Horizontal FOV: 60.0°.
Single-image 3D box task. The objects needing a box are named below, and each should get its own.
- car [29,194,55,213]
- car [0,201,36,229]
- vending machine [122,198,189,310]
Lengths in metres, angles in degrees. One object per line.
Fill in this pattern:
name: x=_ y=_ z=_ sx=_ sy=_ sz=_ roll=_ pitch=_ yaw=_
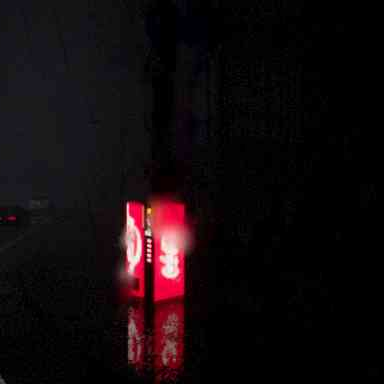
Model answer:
car: x=-16.231 y=1.226 z=36.061 sx=2.150 sy=2.045 sz=5.566 roll=0 pitch=0 yaw=-17
car: x=-11.604 y=1.547 z=21.158 sx=2.033 sy=1.411 sz=5.357 roll=0 pitch=0 yaw=-18
vending machine: x=-0.775 y=1.195 z=7.002 sx=1.100 sy=2.100 sz=0.880 roll=0 pitch=0 yaw=-38
